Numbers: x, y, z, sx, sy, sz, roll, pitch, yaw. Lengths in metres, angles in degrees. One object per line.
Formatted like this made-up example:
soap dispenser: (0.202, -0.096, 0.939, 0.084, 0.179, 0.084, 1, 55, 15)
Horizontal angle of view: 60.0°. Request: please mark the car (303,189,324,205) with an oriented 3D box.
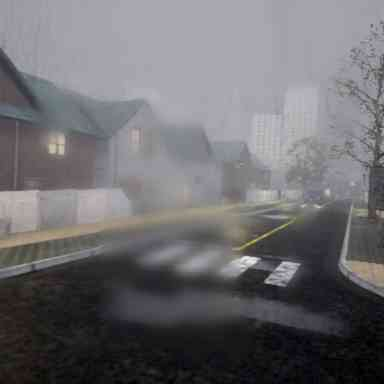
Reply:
car: (16.520, 0.662, 44.987, 2.150, 2.045, 5.566, 3, 2, 27)
